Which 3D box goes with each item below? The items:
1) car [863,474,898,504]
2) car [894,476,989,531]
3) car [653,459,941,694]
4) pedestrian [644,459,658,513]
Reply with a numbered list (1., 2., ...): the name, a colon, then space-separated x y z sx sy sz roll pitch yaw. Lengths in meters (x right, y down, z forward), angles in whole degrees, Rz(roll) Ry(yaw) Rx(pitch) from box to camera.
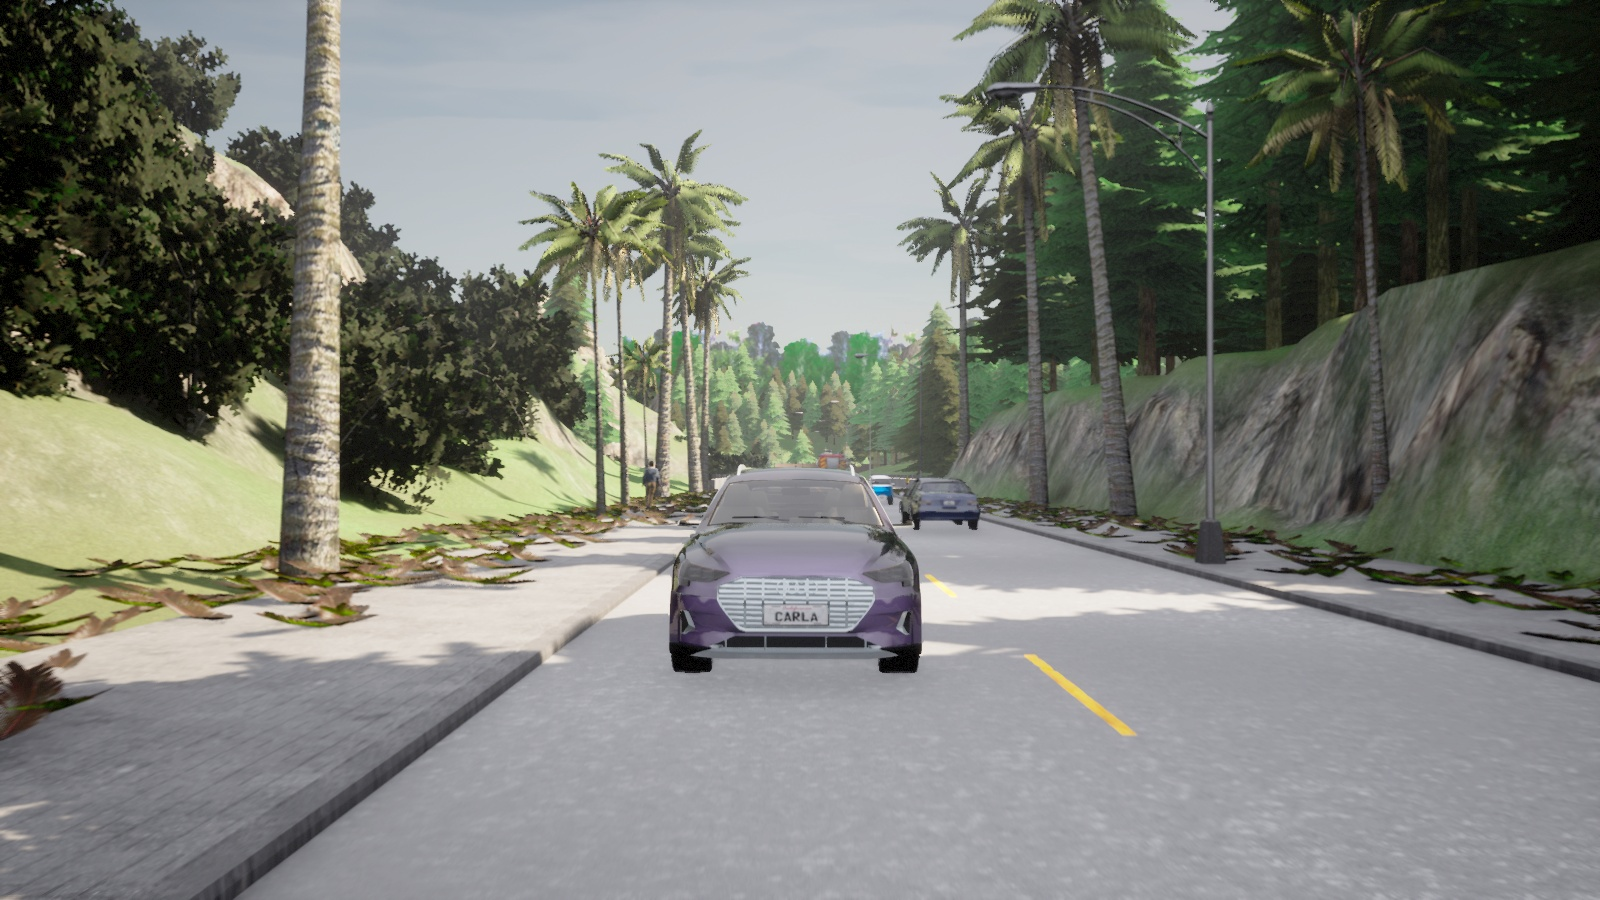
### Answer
1. car: 3.797 1.851 59.566 1.481 1.376 2.207 0 -1 0
2. car: 3.898 1.440 35.460 2.033 1.411 5.357 0 -1 0
3. car: -0.032 0.934 11.295 2.033 1.649 4.856 0 -1 0
4. pedestrian: -5.414 1.302 45.622 0.423 1.949 0.788 0 -1 0
